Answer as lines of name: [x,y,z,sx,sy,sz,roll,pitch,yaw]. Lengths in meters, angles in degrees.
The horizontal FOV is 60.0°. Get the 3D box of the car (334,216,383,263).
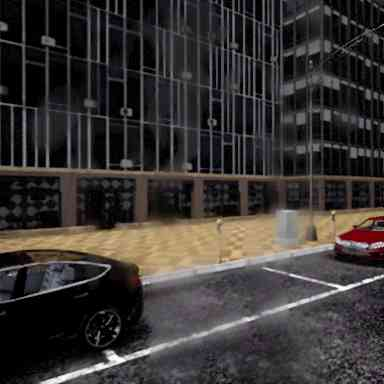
car: [6.532,1.490,11.201,4.206,1.307,1.802,-1,1,-35]

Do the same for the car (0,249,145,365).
car: [-2.742,1.564,4.601,4.313,1.339,1.947,-1,1,-35]
